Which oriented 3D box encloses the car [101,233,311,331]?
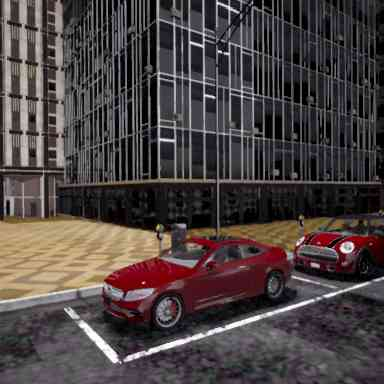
[{"bbox_3d":[0.294,1.580,6.778,4.206,1.307,1.802,0,-1,-35],"label":"car"}]

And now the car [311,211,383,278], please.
[{"bbox_3d":[4.921,1.437,10.080,4.097,1.590,1.967,0,-1,-35],"label":"car"}]
